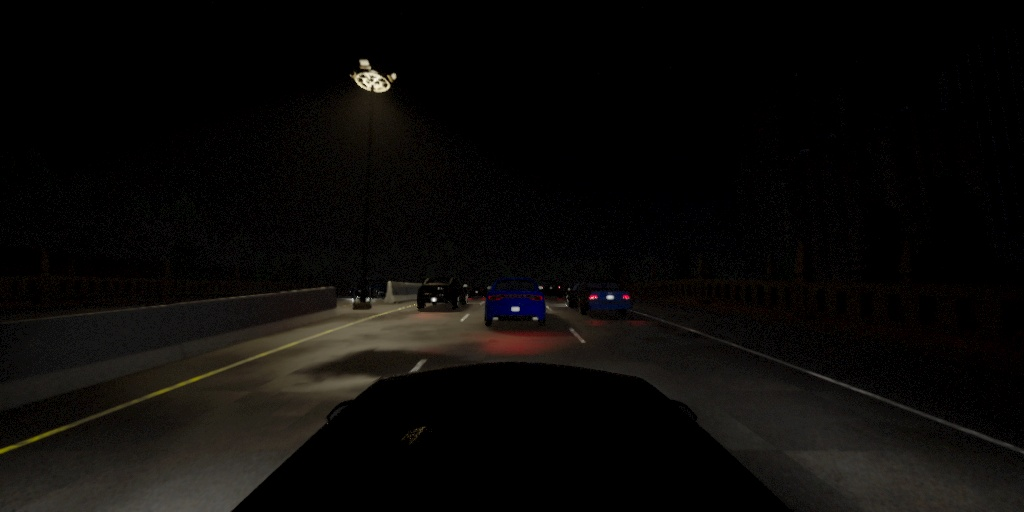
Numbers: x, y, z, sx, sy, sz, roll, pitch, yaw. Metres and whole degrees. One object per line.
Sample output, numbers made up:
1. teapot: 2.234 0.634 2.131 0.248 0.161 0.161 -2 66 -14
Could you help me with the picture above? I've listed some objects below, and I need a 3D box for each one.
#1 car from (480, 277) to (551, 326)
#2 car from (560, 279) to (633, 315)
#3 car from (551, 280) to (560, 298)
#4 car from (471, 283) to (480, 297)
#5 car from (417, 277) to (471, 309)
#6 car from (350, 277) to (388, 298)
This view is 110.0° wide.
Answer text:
1. car: 0.102 1.499 12.852 1.882 1.535 5.008 0 -3 0
2. car: 3.603 1.711 15.656 2.033 1.411 5.357 0 -3 0
3. car: 3.606 3.184 35.187 2.097 1.767 4.553 0 -6 0
4. car: -3.408 3.520 36.863 1.812 1.442 4.674 0 -6 0
5. car: -3.398 1.810 18.048 1.837 1.490 4.892 0 -4 0
6. car: -14.092 3.121 35.882 2.150 2.045 5.566 0 -6 0
